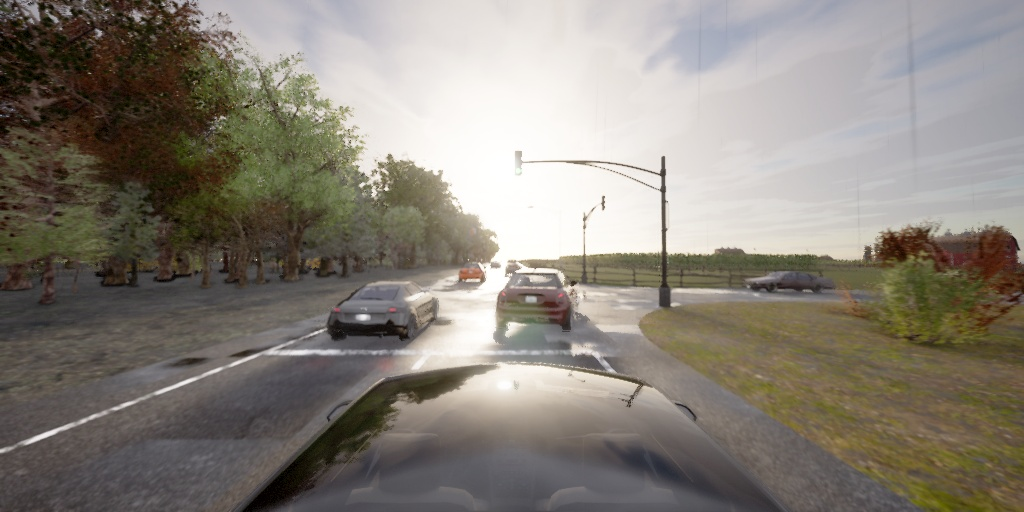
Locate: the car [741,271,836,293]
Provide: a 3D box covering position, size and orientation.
[{"bbox_3d":[18.722,1.743,24.366,5.357,1.411,2.033,1,-1,0],"label":"car"}]

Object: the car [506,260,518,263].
[{"bbox_3d":[0.103,1.585,43.031,2.128,1.511,4.902,0,-1,0],"label":"car"}]

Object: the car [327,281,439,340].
[{"bbox_3d":[-3.398,1.387,10.208,1.994,1.385,4.181,0,0,0],"label":"car"}]

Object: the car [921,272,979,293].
[{"bbox_3d":[28.560,1.794,24.321,4.902,1.511,2.128,1,-1,0],"label":"car"}]

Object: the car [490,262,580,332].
[{"bbox_3d":[0.988,1.185,11.557,2.097,1.767,4.553,0,0,13],"label":"car"}]

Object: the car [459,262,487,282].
[{"bbox_3d":[-3.395,1.354,31.749,2.097,1.767,4.553,0,0,0],"label":"car"}]
